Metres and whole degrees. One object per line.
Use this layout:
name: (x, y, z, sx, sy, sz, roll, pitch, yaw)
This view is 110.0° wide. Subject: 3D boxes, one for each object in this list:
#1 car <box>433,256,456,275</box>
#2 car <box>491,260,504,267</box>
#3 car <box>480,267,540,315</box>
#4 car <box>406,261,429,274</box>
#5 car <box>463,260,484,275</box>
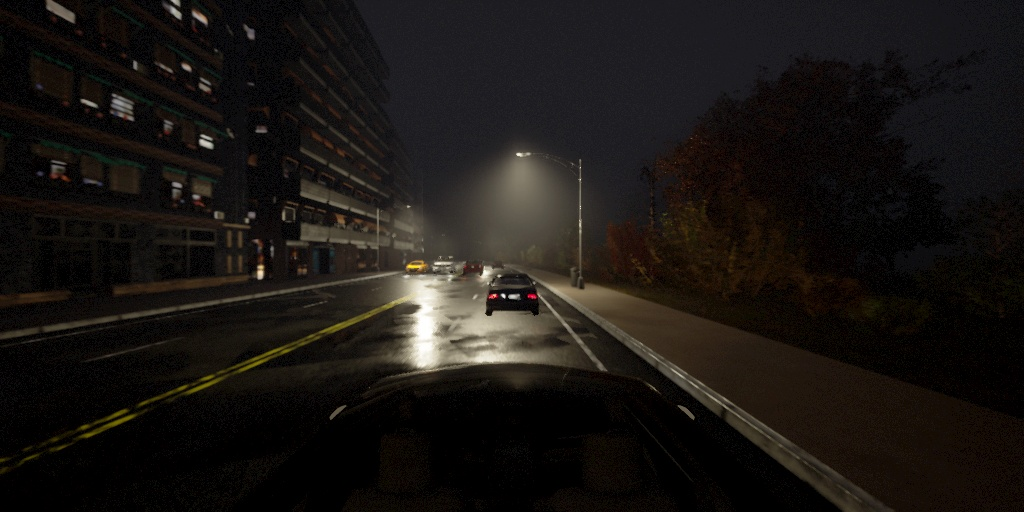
car: (-7.818, 1.055, 41.898, 2.150, 2.045, 5.566, 0, 0, -3)
car: (-2.255, 1.395, 57.327, 2.033, 1.411, 5.357, 0, 0, -5)
car: (-0.021, 1.322, 13.677, 2.033, 1.411, 5.357, 0, 0, -1)
car: (-11.093, 1.317, 42.193, 1.882, 1.535, 5.008, 0, 0, -3)
car: (-4.285, 1.180, 40.179, 2.097, 1.767, 4.553, 0, 0, -3)
